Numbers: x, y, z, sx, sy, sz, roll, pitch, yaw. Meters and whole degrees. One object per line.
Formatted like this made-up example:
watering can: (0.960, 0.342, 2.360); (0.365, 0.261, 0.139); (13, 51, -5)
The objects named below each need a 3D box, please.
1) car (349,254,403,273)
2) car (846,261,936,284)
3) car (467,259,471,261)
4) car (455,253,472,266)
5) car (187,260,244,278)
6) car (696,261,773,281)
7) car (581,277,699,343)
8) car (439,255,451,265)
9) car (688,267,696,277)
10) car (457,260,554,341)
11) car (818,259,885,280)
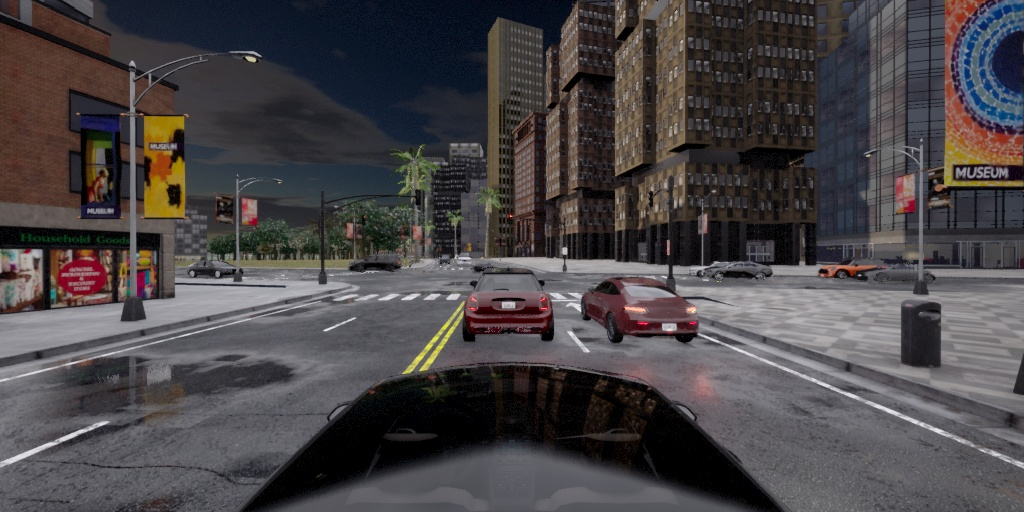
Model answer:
car: (-15.202, 0.847, 40.311); (5.566, 2.045, 2.150); (0, 2, -13)
car: (27.844, 1.259, 26.246); (4.181, 1.385, 1.994); (0, 0, 13)
car: (-2.697, 1.251, 37.485); (1.895, 1.301, 4.718); (-1, 1, -28)
car: (-7.543, 0.614, 56.725); (2.150, 2.045, 5.566); (0, 1, -8)
car: (-26.586, 1.154, 32.121); (4.892, 1.490, 1.837); (0, 0, 13)
car: (17.873, 1.180, 28.601); (4.902, 1.511, 2.128); (0, 0, 13)
car: (3.137, 1.274, 9.578); (1.812, 1.442, 4.674); (0, 0, -1)
car: (-11.742, 0.859, 62.813); (2.033, 1.411, 5.357); (0, 1, -9)
car: (18.243, 1.201, 31.854); (4.674, 1.442, 1.812); (0, 0, 13)
car: (-0.122, 1.101, 10.014); (2.097, 1.767, 4.553); (0, 0, -1)
car: (28.182, 1.034, 29.503); (4.553, 1.767, 2.097); (0, 0, 13)
